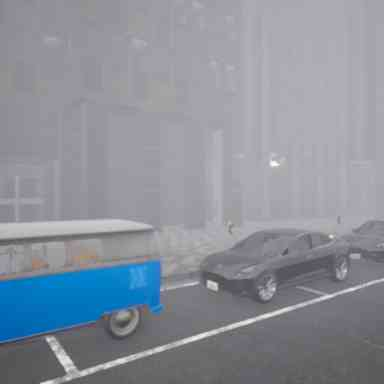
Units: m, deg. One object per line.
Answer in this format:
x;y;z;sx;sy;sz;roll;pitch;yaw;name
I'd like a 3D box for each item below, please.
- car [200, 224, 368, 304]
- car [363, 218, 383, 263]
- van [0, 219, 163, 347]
2.203;1.588;8.228;4.313;1.339;1.947;0;0;-36;car
6.790;1.608;11.504;4.313;1.339;1.947;0;0;-36;car
-2.383;1.344;4.953;3.998;1.788;1.690;0;0;-36;van
